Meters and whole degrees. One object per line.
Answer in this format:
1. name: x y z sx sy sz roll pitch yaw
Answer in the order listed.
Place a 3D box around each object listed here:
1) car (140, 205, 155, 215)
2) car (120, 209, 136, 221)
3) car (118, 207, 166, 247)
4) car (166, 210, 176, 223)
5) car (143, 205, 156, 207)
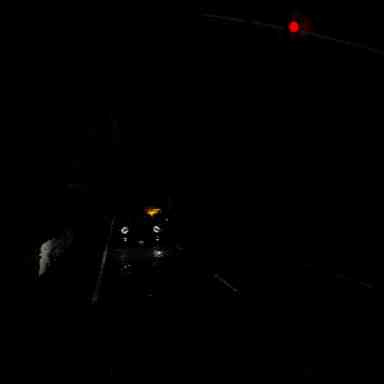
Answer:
1. car: -7.404 2.972 55.110 1.882 1.535 5.008 -1 -1 -15
2. car: -8.051 2.796 41.596 1.895 1.301 4.718 -1 -1 -12
3. car: -2.957 1.934 18.451 2.097 1.767 4.553 -1 -1 -12
4. car: -2.977 2.576 35.600 1.895 1.301 4.718 -1 -1 -12
5. car: -5.275 2.726 45.887 1.882 1.535 5.008 -1 -1 -12
